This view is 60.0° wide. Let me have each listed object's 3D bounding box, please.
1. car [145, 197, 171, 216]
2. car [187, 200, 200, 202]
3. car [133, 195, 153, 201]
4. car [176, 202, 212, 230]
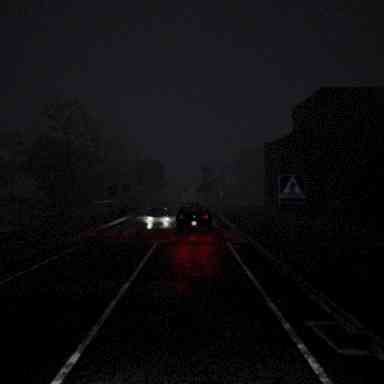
[{"bbox_3d":[-3.269,1.579,34.038,1.882,1.535,5.008,0,0,1],"label":"car"},{"bbox_3d":[0.140,1.593,35.218,2.128,1.511,4.902,0,0,1],"label":"car"},{"bbox_3d":[-11.382,1.388,77.338,4.902,1.511,2.128,1,1,-36],"label":"car"},{"bbox_3d":[0.107,1.503,19.286,1.895,1.301,4.718,0,-5,0],"label":"car"}]
